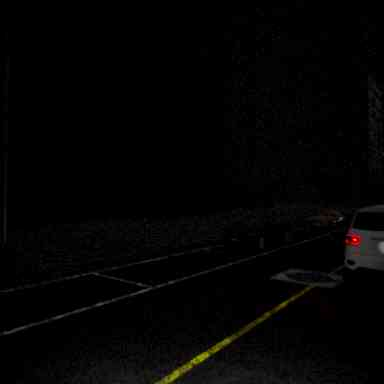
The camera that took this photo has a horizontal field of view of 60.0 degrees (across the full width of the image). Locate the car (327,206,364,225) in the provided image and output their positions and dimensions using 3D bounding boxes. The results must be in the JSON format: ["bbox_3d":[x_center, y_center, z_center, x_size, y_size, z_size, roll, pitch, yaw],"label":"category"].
[{"bbox_3d":[13.264,1.943,28.606,1.887,1.381,4.507,0,-1,38],"label":"car"}]

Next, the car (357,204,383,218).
[{"bbox_3d":[20.022,2.074,37.348,1.887,1.381,4.507,0,-1,38],"label":"car"}]

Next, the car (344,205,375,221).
[{"bbox_3d":[16.643,2.008,32.977,1.887,1.381,4.507,0,-1,38],"label":"car"}]

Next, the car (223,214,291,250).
[{"bbox_3d":[3.126,1.748,15.492,1.887,1.381,4.507,0,-1,38],"label":"car"}]

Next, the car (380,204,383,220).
[{"bbox_3d":[20.083,1.983,33.000,1.837,1.490,4.892,0,-1,38],"label":"car"}]

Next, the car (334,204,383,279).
[{"bbox_3d":[6.137,1.365,9.793,2.150,2.045,5.566,0,-1,38],"label":"car"}]

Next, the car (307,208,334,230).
[{"bbox_3d":[9.781,1.857,24.100,1.752,1.417,4.829,0,-1,38],"label":"car"}]
